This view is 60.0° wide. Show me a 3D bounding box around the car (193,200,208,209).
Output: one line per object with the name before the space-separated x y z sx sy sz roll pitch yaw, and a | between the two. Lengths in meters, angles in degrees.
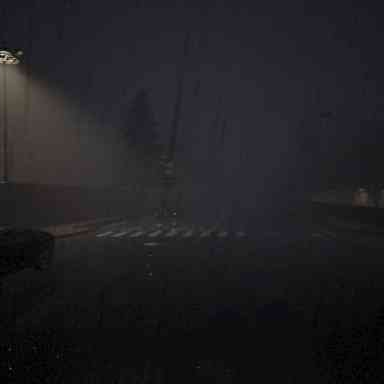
car | 1.591 2.267 60.918 1.837 1.490 4.892 -2 -1 14

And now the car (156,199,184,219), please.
car | -2.260 1.737 35.149 2.150 2.045 5.566 -1 -1 7

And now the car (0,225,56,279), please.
car | -5.621 1.694 9.075 2.128 1.511 4.902 -1 -1 7
